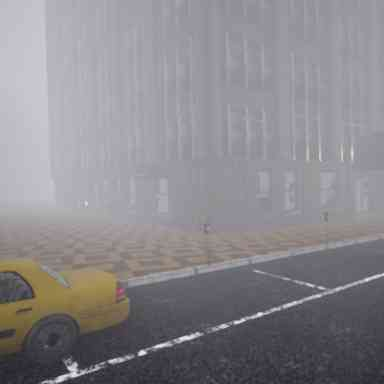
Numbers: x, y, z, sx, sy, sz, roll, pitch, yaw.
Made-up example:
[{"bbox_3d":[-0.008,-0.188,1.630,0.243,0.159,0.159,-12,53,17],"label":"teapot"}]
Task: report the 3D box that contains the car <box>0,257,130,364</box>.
[{"bbox_3d":[-3.238,1.528,4.246,4.829,1.417,1.752,-1,-1,-35],"label":"car"}]
